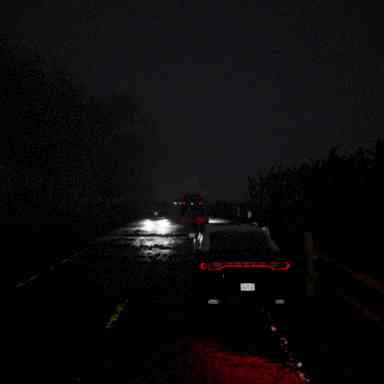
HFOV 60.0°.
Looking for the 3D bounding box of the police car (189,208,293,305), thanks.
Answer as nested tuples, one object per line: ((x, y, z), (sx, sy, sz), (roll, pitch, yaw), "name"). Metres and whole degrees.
((0.950, 1.423, 8.281), (1.930, 1.638, 5.238), (0, 0, 0), "police car")

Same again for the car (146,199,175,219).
((-2.891, 1.487, 29.220), (2.128, 1.511, 4.902), (0, 0, 0), "car")

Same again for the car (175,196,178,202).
((-2.847, 1.544, 72.021), (2.033, 1.411, 5.357), (0, 0, 0), "car")

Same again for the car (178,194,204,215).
((0.016, 1.214, 33.754), (2.150, 2.045, 5.566), (0, 0, 0), "car")
